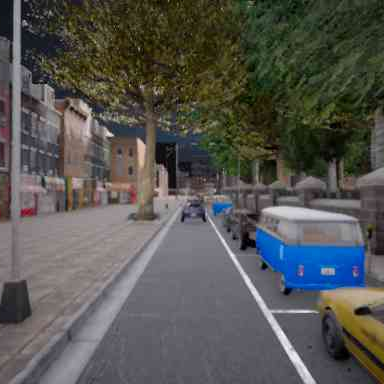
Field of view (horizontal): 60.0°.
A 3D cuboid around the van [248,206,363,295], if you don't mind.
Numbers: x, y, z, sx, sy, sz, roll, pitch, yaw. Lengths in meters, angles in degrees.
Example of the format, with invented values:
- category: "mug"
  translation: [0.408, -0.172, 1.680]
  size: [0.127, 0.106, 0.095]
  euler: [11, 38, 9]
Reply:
- category: "van"
  translation: [2.662, 1.309, 8.341]
  size: [1.690, 1.788, 3.998]
  euler: [1, 0, 0]

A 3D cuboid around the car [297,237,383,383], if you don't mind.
- category: "car"
  translation: [2.653, 1.513, 3.063]
  size: [1.752, 1.417, 4.829]
  euler: [1, 0, 0]

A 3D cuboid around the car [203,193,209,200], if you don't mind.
- category: "car"
  translation: [2.718, 1.378, 52.107]
  size: [1.752, 1.417, 4.829]
  euler: [1, 0, 0]

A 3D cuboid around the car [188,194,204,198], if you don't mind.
- category: "car"
  translation: [0.148, 1.361, 43.381]
  size: [2.128, 1.511, 4.902]
  euler: [0, 0, 0]

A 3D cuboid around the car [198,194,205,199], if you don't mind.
- category: "car"
  translation: [2.774, 1.379, 94.716]
  size: [1.887, 1.381, 4.507]
  euler: [1, 0, 0]

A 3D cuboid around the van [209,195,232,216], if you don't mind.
- category: "van"
  translation: [2.691, 1.242, 30.139]
  size: [1.690, 1.788, 3.998]
  euler: [1, 0, 0]

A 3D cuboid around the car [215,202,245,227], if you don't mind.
- category: "car"
  translation: [2.674, 1.482, 19.241]
  size: [2.008, 1.369, 4.403]
  euler: [1, 0, 0]

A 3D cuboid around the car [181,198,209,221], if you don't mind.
- category: "car"
  translation: [0.116, 1.437, 25.844]
  size: [1.812, 1.442, 4.674]
  euler: [0, 0, 0]

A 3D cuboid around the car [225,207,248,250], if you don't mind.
- category: "car"
  translation: [2.666, 1.515, 13.792]
  size: [1.947, 1.339, 4.313]
  euler: [1, 0, 0]
